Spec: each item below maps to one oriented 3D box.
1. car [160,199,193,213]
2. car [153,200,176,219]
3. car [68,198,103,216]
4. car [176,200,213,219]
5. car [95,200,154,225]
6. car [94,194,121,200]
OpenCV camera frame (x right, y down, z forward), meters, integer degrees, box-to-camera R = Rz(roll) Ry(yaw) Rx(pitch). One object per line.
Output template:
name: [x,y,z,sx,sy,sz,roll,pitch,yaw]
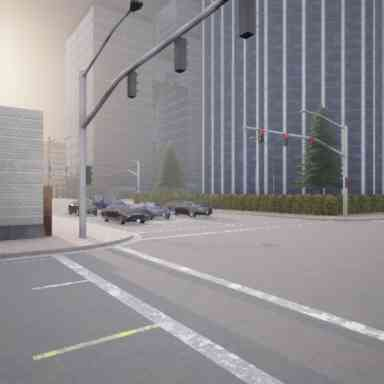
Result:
car: [-1.861,1.619,38.863,1.994,1.385,4.181,0,0,-36]
car: [-3.667,1.581,29.075,1.812,1.442,4.674,0,0,-36]
car: [-10.932,1.560,33.171,1.837,1.490,4.892,0,0,-36]
car: [-0.123,1.547,30.449,2.128,1.511,4.902,0,0,-36]
car: [-5.262,1.603,25.262,2.033,1.411,5.357,0,0,-36]
car: [-9.329,1.277,36.947,2.150,2.045,5.566,0,0,-36]
